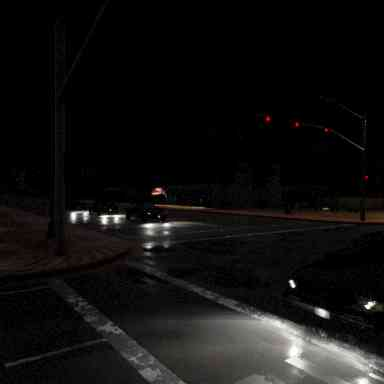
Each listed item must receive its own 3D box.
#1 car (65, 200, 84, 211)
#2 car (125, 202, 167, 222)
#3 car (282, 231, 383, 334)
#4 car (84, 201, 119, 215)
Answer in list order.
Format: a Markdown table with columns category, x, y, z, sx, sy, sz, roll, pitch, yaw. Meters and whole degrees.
| category | x | y | z | sx | sy | sz | roll | pitch | yaw |
| --- | --- | --- | --- | --- | --- | --- | --- | --- | --- |
| car | -14.844 | 1.604 | 41.887 | 1.895 | 1.301 | 4.718 | 0 | 0 | -35 |
| car | -3.773 | 1.529 | 26.363 | 1.812 | 1.442 | 4.674 | 0 | 0 | -36 |
| car | 4.271 | 1.549 | 6.841 | 5.357 | 1.411 | 2.033 | 0 | 0 | -35 |
| car | -9.004 | 1.567 | 33.679 | 1.994 | 1.385 | 4.181 | 0 | 0 | -35 |
